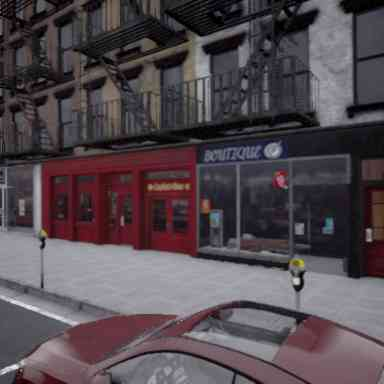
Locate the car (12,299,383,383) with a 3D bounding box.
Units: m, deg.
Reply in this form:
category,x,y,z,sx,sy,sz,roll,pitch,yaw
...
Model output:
category,x,y,z,sx,sy,sz,roll,pitch,yaw
car,0.252,1.592,2.630,4.206,1.307,1.802,-1,0,36
